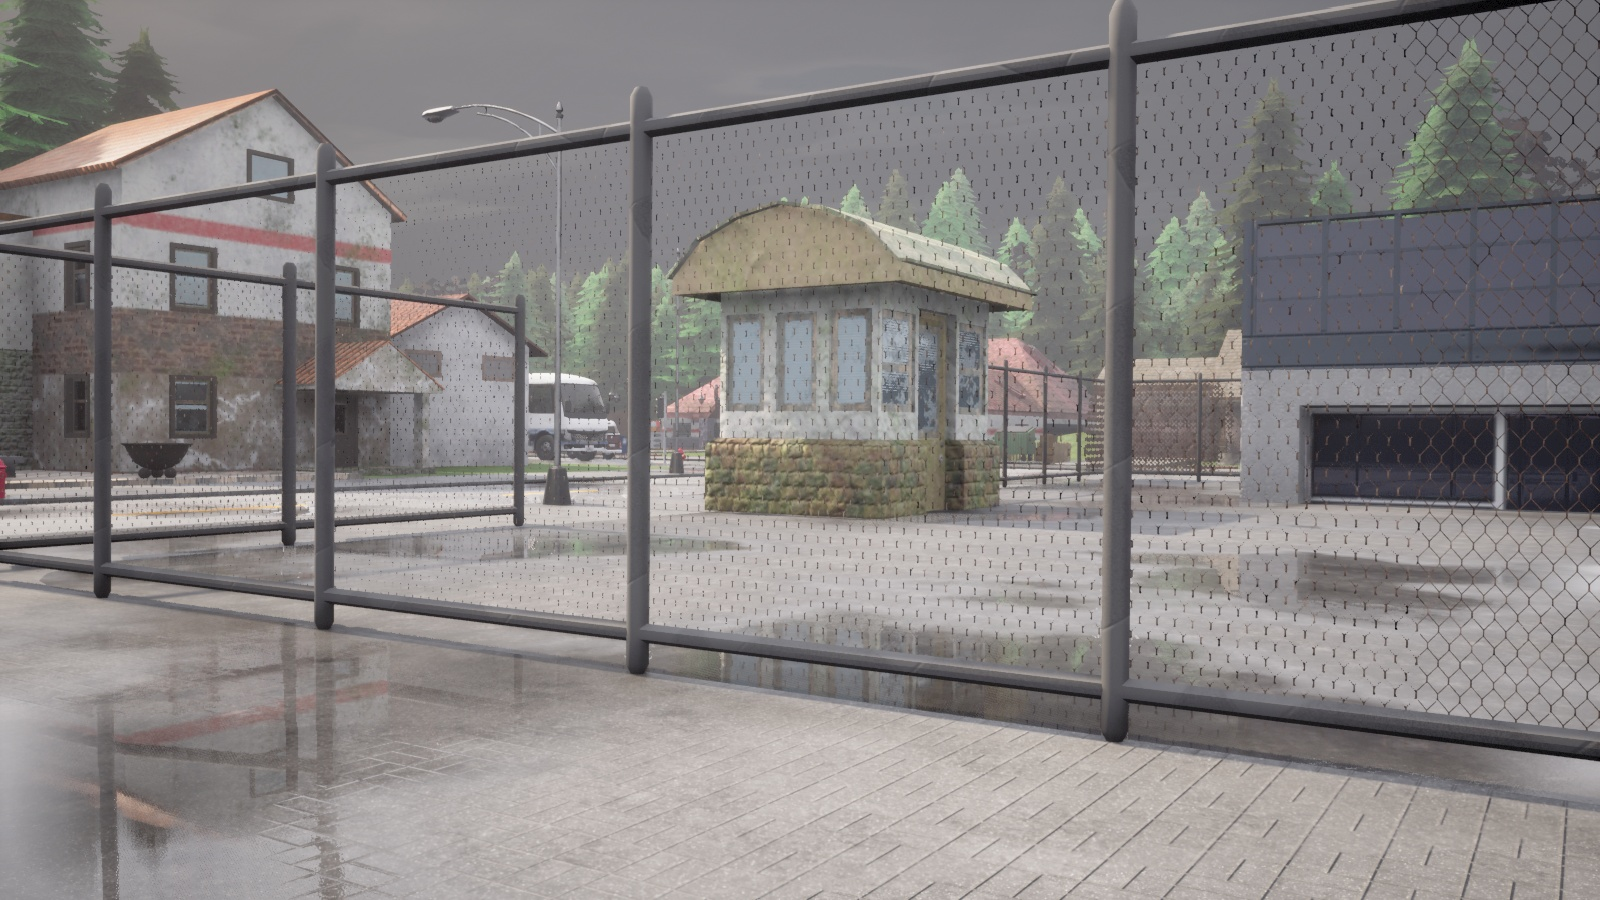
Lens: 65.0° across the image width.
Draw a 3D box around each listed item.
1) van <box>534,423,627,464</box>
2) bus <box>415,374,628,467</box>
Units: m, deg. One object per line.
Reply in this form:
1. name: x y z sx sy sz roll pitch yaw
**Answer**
1. van: -11.381 -0.328 64.931 4.480 2.038 2.069 0 1 32
2. bus: -13.741 -1.362 61.640 10.273 4.253 3.944 0 1 31
